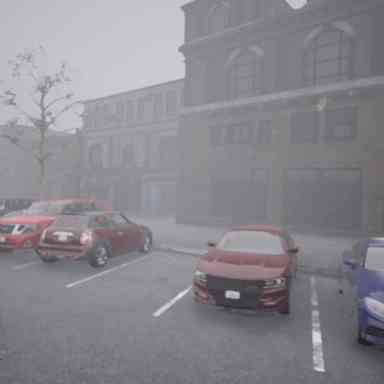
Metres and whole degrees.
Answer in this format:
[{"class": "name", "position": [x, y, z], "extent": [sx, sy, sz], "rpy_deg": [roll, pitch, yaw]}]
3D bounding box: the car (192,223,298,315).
[{"class": "car", "position": [1.525, 1.587, 8.179], "extent": [2.097, 1.535, 5.008], "rpy_deg": [1, -1, 19]}]

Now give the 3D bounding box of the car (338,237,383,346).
[{"class": "car", "position": [3.873, 1.631, 6.272], "extent": [2.002, 1.452, 4.674], "rpy_deg": [1, -1, 19]}]

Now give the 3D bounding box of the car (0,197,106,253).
[{"class": "car", "position": [-5.500, 1.312, 13.828], "extent": [2.435, 2.045, 5.566], "rpy_deg": [1, -1, 19]}]

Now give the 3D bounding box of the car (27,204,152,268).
[{"class": "car", "position": [-3.175, 1.445, 11.938], "extent": [2.185, 1.767, 4.553], "rpy_deg": [0, -1, 19]}]
